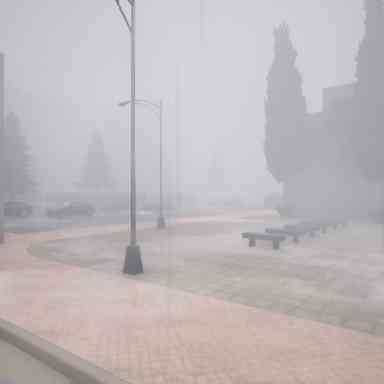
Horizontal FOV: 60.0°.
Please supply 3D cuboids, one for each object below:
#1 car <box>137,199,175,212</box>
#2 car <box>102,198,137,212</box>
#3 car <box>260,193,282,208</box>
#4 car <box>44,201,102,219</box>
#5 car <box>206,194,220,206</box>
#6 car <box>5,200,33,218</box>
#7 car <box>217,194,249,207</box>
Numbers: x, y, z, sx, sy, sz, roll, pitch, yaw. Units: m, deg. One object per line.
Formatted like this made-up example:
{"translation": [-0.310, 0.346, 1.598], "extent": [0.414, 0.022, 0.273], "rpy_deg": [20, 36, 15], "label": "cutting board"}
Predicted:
{"translation": [-3.864, 1.564, 38.753], "extent": [1.994, 1.385, 4.181], "rpy_deg": [0, 0, 38], "label": "car"}
{"translation": [-8.482, 1.492, 38.497], "extent": [2.128, 1.511, 4.902], "rpy_deg": [0, 0, 38], "label": "car"}
{"translation": [12.371, 1.221, 48.017], "extent": [2.150, 2.045, 5.566], "rpy_deg": [0, 0, 38], "label": "car"}
{"translation": [-10.781, 1.526, 29.754], "extent": [1.812, 1.442, 4.674], "rpy_deg": [0, 0, 37], "label": "car"}
{"translation": [4.232, 1.506, 54.873], "extent": [1.837, 1.490, 4.892], "rpy_deg": [0, 0, 38], "label": "car"}
{"translation": [-16.246, 1.505, 28.512], "extent": [1.837, 1.490, 4.892], "rpy_deg": [0, 0, 39], "label": "car"}
{"translation": [6.504, 1.506, 52.101], "extent": [1.837, 1.490, 4.892], "rpy_deg": [0, 0, 38], "label": "car"}
